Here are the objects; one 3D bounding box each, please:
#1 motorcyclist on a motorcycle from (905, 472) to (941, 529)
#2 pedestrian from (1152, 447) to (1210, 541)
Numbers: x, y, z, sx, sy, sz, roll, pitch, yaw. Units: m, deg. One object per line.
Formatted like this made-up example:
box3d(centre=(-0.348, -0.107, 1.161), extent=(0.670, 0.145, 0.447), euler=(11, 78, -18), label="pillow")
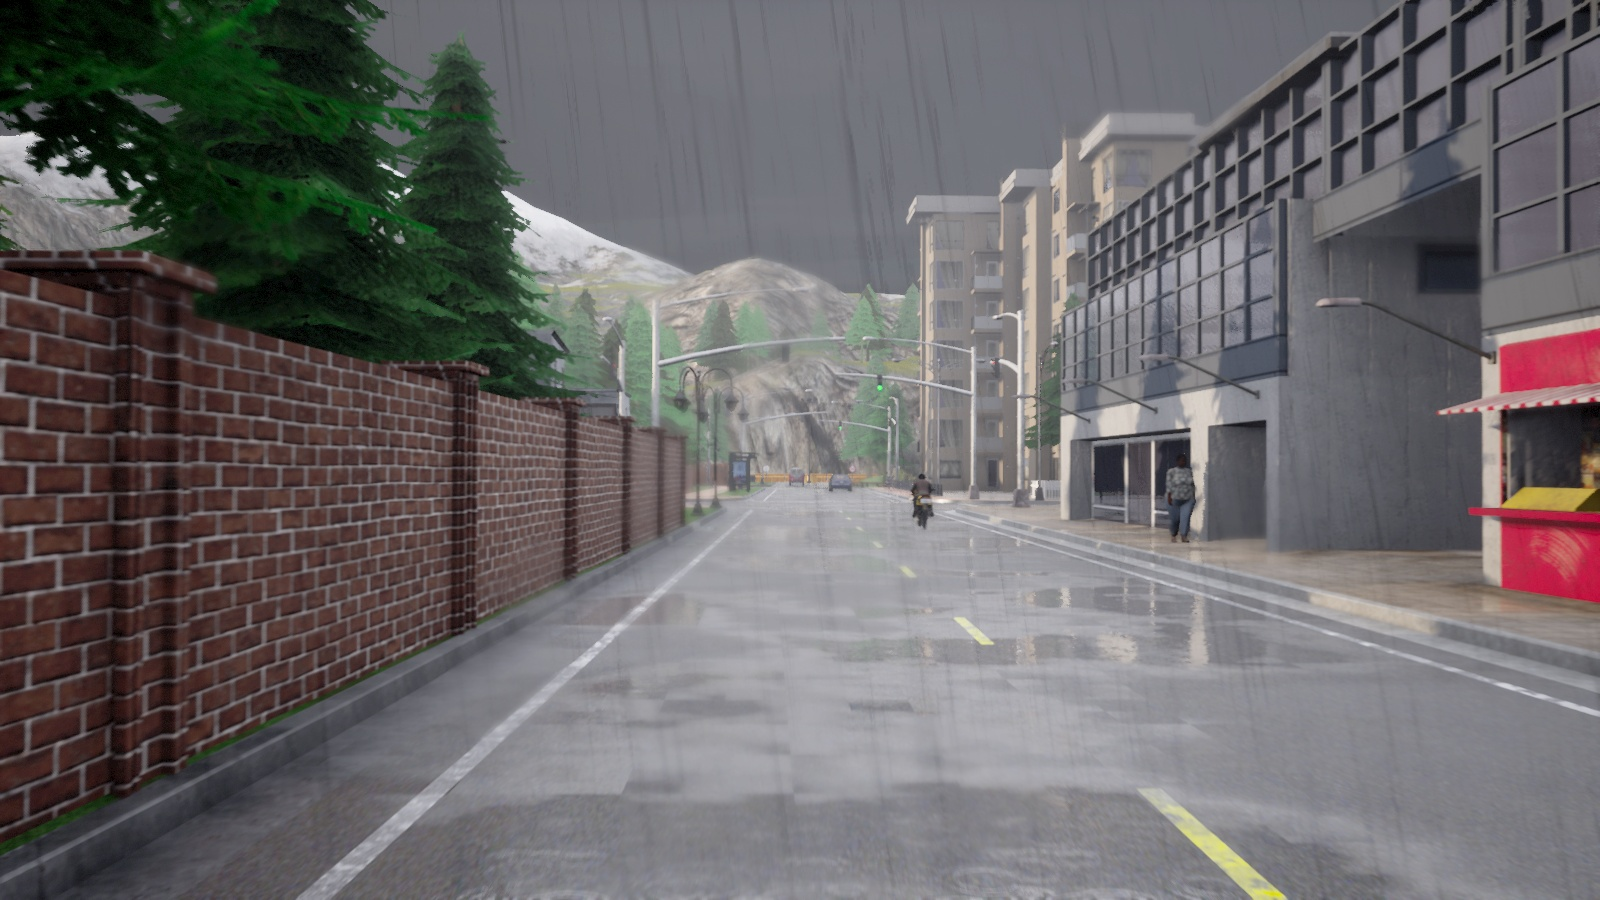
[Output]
box3d(centre=(3.414, 1.391, 35.125), extent=(0.797, 1.523, 2.044), euler=(0, -1, 0), label="motorcyclist on a motorcycle")
box3d(centre=(7.662, 0.882, 25.277), extent=(0.874, 1.855, 0.900), euler=(0, -1, -1), label="pedestrian")
